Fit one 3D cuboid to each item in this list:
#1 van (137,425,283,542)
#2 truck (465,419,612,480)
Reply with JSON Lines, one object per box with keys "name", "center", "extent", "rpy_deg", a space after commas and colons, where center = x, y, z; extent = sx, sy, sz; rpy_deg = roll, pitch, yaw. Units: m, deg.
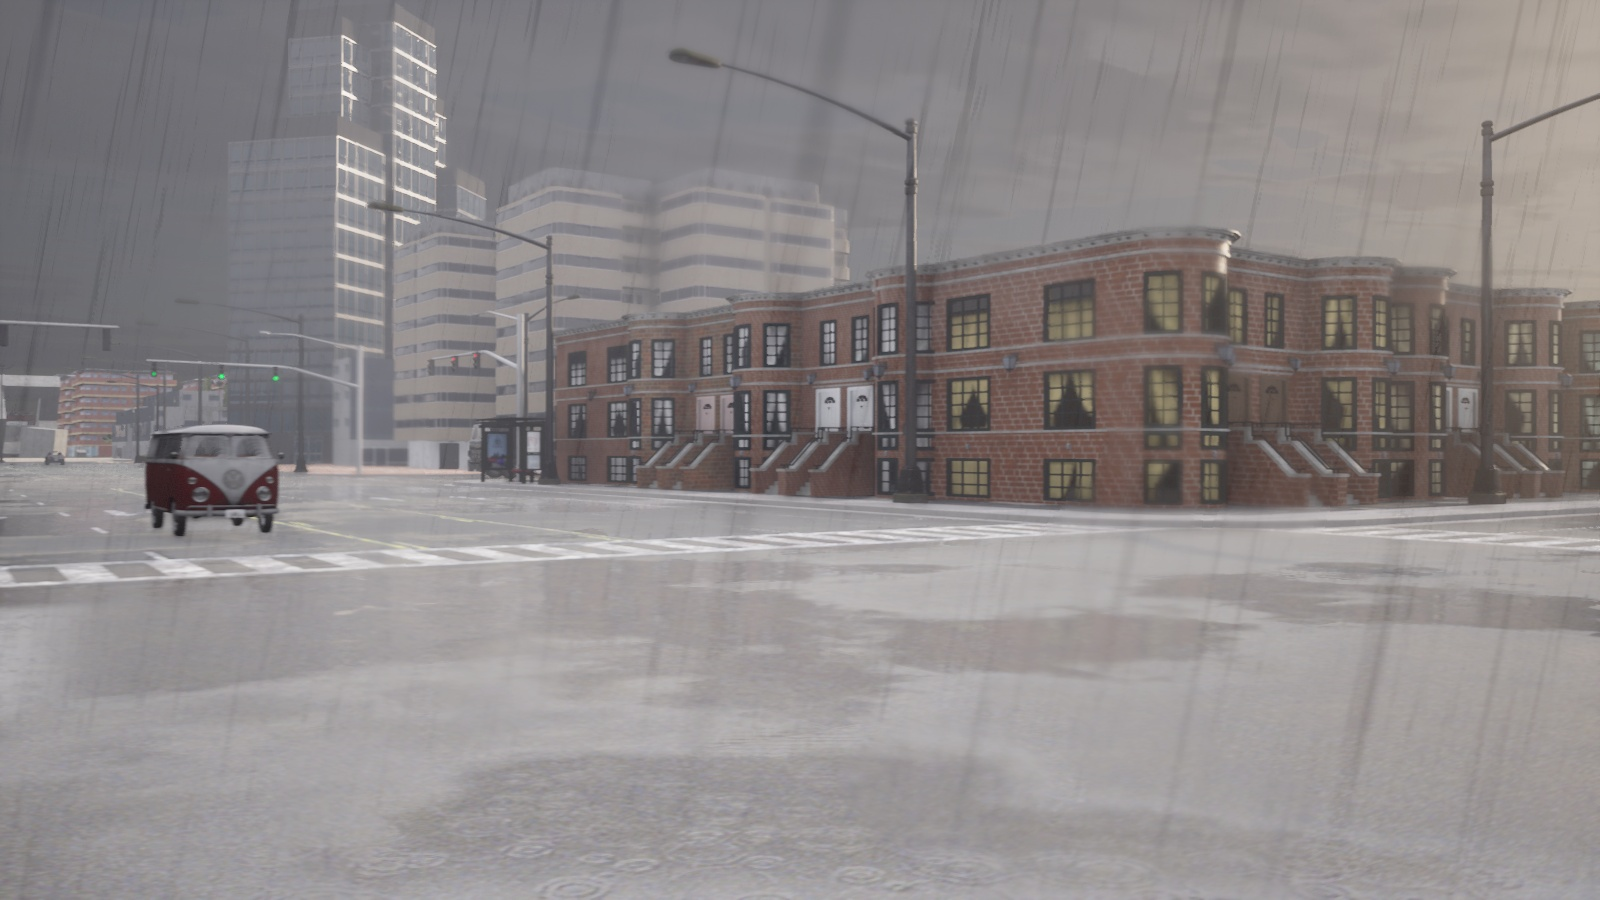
{"name": "van", "center": [-11.247, 0.580, 23.783], "extent": [1.775, 1.987, 4.442], "rpy_deg": [0, 0, -35]}
{"name": "truck", "center": [-15.303, -0.024, 73.763], "extent": [7.936, 3.462, 2.891], "rpy_deg": [0, 0, -35]}
